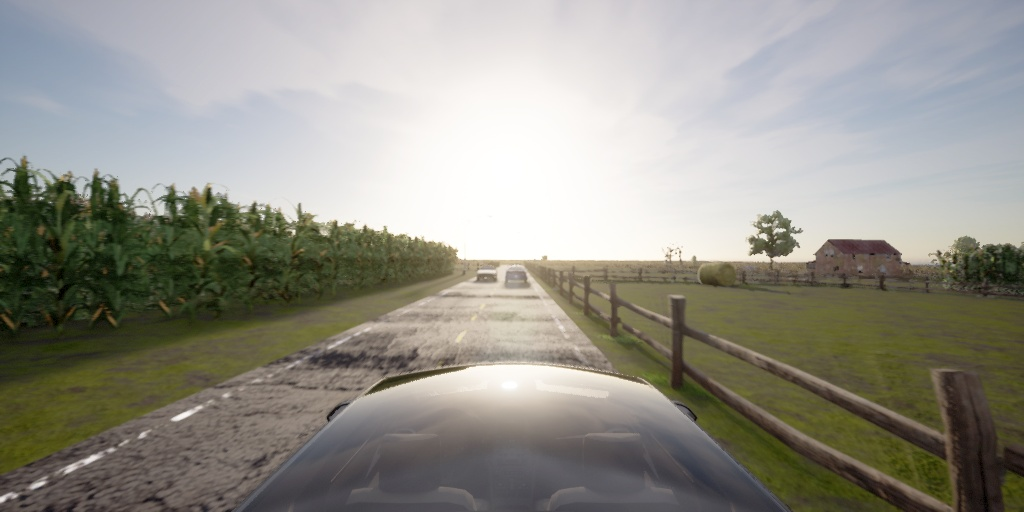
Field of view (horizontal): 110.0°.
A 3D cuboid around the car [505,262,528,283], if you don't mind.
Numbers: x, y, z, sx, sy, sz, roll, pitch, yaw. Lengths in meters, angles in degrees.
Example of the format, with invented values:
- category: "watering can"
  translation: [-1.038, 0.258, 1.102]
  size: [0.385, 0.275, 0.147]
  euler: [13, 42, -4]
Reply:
- category: "car"
  translation: [0.380, 1.558, 31.845]
  size: [1.882, 1.535, 5.008]
  euler: [0, 0, 1]

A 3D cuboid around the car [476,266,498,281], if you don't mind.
- category: "car"
  translation: [-2.383, 1.653, 35.508]
  size: [2.033, 1.411, 5.357]
  euler: [0, -1, 1]
